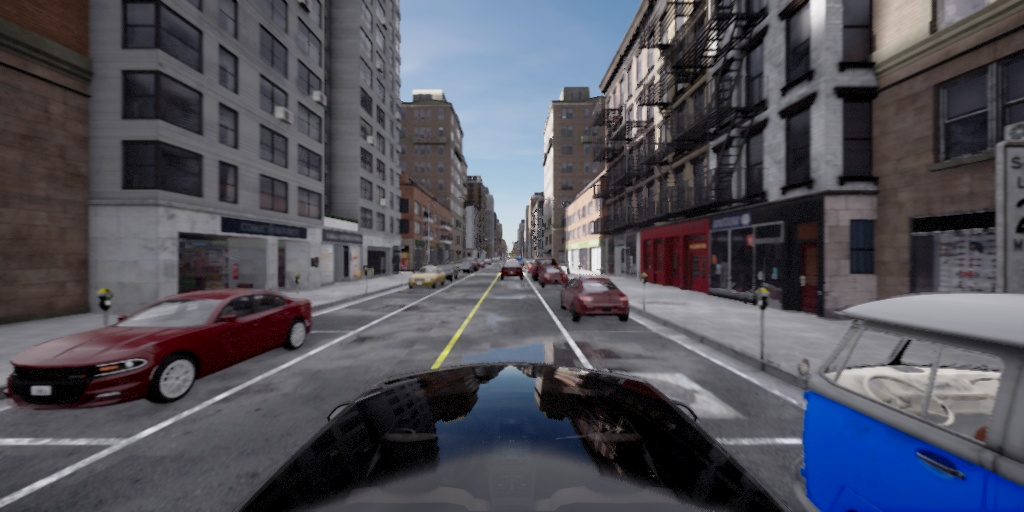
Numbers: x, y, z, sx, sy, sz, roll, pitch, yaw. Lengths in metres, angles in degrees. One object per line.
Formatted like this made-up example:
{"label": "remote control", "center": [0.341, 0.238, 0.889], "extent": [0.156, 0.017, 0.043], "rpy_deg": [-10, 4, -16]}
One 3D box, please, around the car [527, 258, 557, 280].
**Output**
{"label": "car", "center": [2.637, 1.047, 29.084], "extent": [2.192, 1.841, 5.009], "rpy_deg": [0, 0, 0]}

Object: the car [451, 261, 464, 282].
{"label": "car", "center": [-5.388, 1.298, 29.078], "extent": [1.948, 1.339, 4.313], "rpy_deg": [0, 0, 0]}

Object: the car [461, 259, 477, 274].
{"label": "car", "center": [-5.389, 1.286, 40.442], "extent": [1.948, 1.339, 4.313], "rpy_deg": [0, 0, 0]}

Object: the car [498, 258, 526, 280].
{"label": "car", "center": [0.011, 1.208, 31.294], "extent": [1.882, 1.535, 5.008], "rpy_deg": [0, 0, 1]}

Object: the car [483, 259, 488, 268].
{"label": "car", "center": [-5.389, 1.141, 57.487], "extent": [1.967, 1.591, 4.097], "rpy_deg": [0, 0, 0]}

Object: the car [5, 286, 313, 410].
{"label": "car", "center": [-5.388, 1.293, 6.350], "extent": [1.888, 1.381, 4.507], "rpy_deg": [0, 0, 0]}

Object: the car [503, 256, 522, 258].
{"label": "car", "center": [0.063, 1.189, 47.970], "extent": [1.882, 1.535, 5.008], "rpy_deg": [0, 0, 0]}

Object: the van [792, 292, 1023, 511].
{"label": "van", "center": [2.637, 1.092, 0.677], "extent": [1.690, 1.789, 3.998], "rpy_deg": [0, 0, 0]}

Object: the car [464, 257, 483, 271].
{"label": "car", "center": [-5.389, 1.028, 46.123], "extent": [2.192, 1.841, 5.009], "rpy_deg": [0, 0, 0]}

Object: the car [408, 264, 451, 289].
{"label": "car", "center": [-5.388, 1.263, 23.226], "extent": [1.751, 1.417, 4.829], "rpy_deg": [0, 0, 0]}

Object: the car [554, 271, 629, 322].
{"label": "car", "center": [2.637, 1.328, 12.039], "extent": [1.802, 1.307, 4.207], "rpy_deg": [0, 0, 0]}

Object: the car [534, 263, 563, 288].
{"label": "car", "center": [2.637, 1.320, 23.403], "extent": [1.802, 1.307, 4.207], "rpy_deg": [0, 0, 0]}
